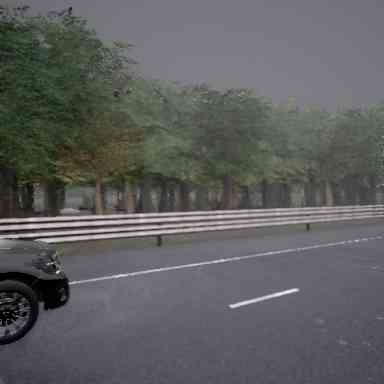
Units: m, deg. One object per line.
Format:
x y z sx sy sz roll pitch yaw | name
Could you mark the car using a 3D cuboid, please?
-4.742 1.211 4.706 5.566 2.045 2.150 0 0 -35 | car
